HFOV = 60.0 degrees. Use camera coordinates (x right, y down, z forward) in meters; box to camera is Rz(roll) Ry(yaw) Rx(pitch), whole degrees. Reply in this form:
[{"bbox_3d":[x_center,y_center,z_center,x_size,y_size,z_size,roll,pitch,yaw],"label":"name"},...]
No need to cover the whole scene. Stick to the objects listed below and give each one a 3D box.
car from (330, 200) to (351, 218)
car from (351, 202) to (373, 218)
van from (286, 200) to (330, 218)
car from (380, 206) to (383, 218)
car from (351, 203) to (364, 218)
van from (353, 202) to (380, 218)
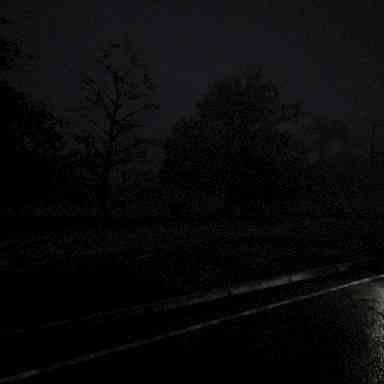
[{"bbox_3d":[15.010,1.966,39.007,2.435,2.045,5.566,2,-1,-35],"label":"car"},{"bbox_3d":[19.532,2.443,42.176,2.231,1.521,4.892,3,-2,-35],"label":"car"},{"bbox_3d":[12.601,1.888,37.406,1.878,1.987,4.442,2,-1,-35],"label":"van"},{"bbox_3d":[24.064,2.548,45.365,2.185,1.767,4.553,3,-2,-35],"label":"car"},{"bbox_3d":[17.381,2.325,40.430,1.946,1.575,5.366,3,-2,-35],"label":"car"},{"bbox_3d":[21.725,2.332,43.885,1.878,1.987,4.442,3,-2,-35],"label":"van"}]
